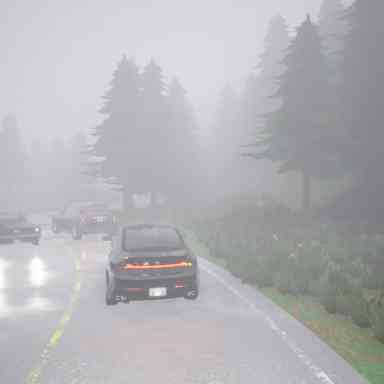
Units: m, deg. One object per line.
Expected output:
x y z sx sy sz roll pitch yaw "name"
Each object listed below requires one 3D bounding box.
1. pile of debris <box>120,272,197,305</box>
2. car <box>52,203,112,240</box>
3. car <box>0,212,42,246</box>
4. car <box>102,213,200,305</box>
-0.853 2.175 7.706 1.500 0.140 1.860 0 0 -14 "pile of debris"
-5.709 1.352 17.415 2.097 1.767 4.553 0 0 -39 "car"
-8.054 1.601 14.646 1.895 1.301 4.718 0 0 -36 "car"
-1.110 1.504 8.195 1.837 1.490 4.892 0 0 -12 "car"
